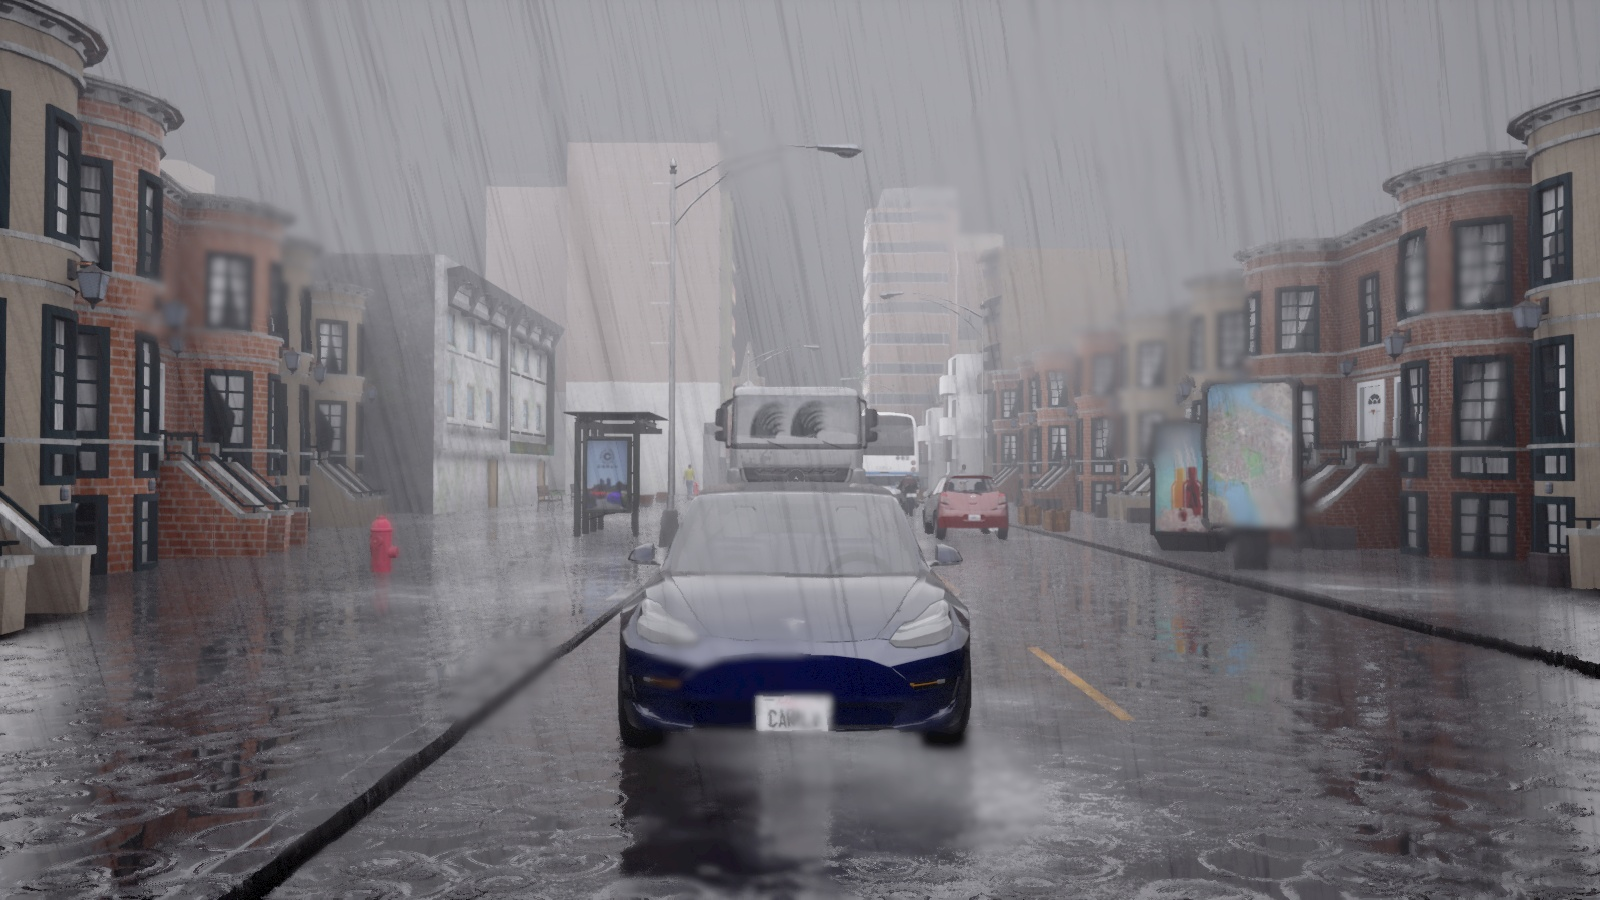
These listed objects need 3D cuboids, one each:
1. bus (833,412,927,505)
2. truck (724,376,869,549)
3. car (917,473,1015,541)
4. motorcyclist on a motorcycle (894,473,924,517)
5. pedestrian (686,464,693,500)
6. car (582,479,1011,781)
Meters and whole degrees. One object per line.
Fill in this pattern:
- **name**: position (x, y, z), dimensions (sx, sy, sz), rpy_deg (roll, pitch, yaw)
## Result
- **bus**: position (3.811, 0.473, 62.702), dimensions (3.944, 4.253, 10.273), rpy_deg (0, -1, 0)
- **truck**: position (-0.083, 0.322, 29.207), dimensions (2.891, 3.462, 7.936), rpy_deg (0, -1, 0)
- **car**: position (3.919, 1.318, 30.160), dimensions (1.845, 1.501, 3.633), rpy_deg (0, -1, 0)
- **motorcyclist on a motorcycle**: position (3.880, 1.585, 44.836), dimensions (0.866, 1.530, 2.191), rpy_deg (0, -1, 0)
- **pedestrian**: position (-5.623, 1.619, 64.007), dimensions (0.354, 1.836, 0.706), rpy_deg (0, -1, -5)
- **car**: position (-0.024, 0.961, 8.751), dimensions (2.163, 1.488, 4.792), rpy_deg (0, -1, 0)
